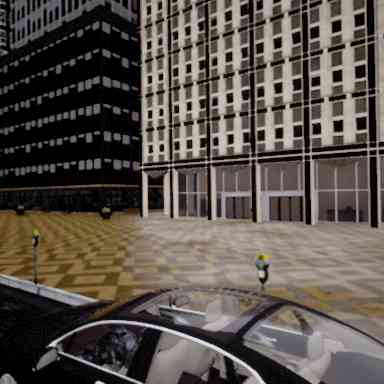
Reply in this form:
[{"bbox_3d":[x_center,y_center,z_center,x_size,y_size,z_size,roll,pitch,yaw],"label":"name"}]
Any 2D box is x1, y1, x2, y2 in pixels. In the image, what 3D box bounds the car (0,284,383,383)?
[{"bbox_3d":[-0.129,1.567,2.971,4.403,1.369,2.008,-1,-1,35],"label":"car"}]
